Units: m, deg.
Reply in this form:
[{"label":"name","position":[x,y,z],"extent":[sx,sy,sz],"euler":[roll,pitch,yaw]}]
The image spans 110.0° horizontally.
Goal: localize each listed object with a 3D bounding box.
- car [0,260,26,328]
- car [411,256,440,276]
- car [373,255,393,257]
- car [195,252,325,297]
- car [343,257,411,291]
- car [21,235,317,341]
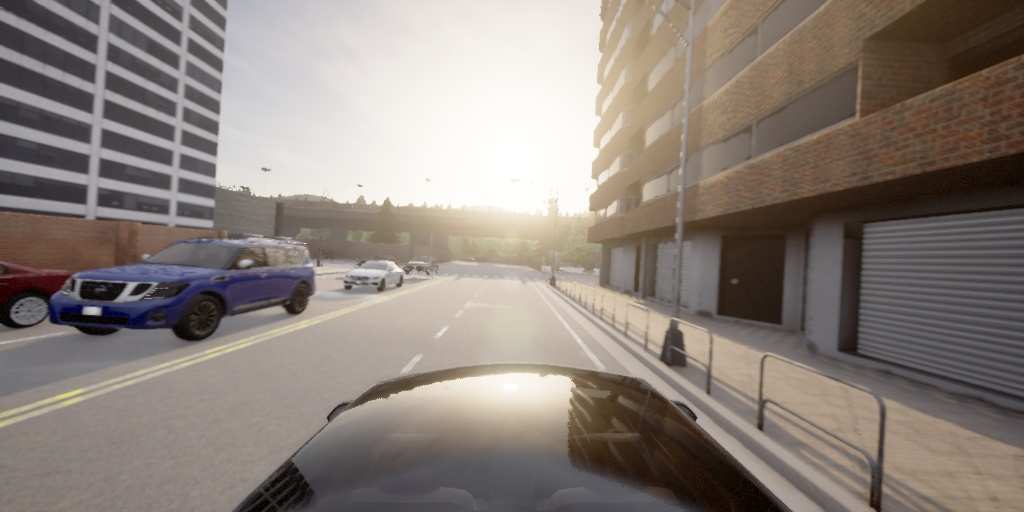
[{"label":"car","position":[-10.569,0.616,5.762],"extent":[1.882,1.535,5.008],"euler":[3,0,0]},{"label":"car","position":[-7.028,0.702,28.572],"extent":[2.033,1.411,5.357],"euler":[3,0,0]},{"label":"car","position":[-10.525,0.546,28.533],"extent":[1.895,1.301,4.718],"euler":[3,0,0]},{"label":"car","position":[-10.590,0.696,15.697],"extent":[2.128,1.511,4.902],"euler":[3,0,0]},{"label":"car","position":[-7.099,0.964,18.982],"extent":[1.812,1.442,4.674],"euler":[3,0,0]},{"label":"car","position":[-7.072,0.591,8.804],"extent":[2.150,2.045,5.566],"euler":[3,0,0]}]
